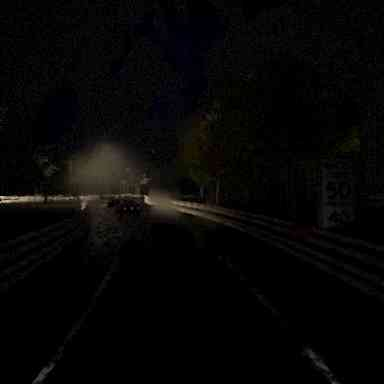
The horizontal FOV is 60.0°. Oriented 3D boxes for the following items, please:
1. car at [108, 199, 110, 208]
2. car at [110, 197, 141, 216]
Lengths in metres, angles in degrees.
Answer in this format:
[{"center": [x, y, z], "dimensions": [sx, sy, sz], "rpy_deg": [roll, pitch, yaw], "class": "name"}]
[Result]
[{"center": [-10.354, 1.353, 45.431], "dimensions": [1.994, 1.385, 4.181], "rpy_deg": [0, 1, -11], "class": "car"}, {"center": [-6.147, 1.466, 31.586], "dimensions": [2.033, 1.411, 5.357], "rpy_deg": [0, 0, -20], "class": "car"}]
